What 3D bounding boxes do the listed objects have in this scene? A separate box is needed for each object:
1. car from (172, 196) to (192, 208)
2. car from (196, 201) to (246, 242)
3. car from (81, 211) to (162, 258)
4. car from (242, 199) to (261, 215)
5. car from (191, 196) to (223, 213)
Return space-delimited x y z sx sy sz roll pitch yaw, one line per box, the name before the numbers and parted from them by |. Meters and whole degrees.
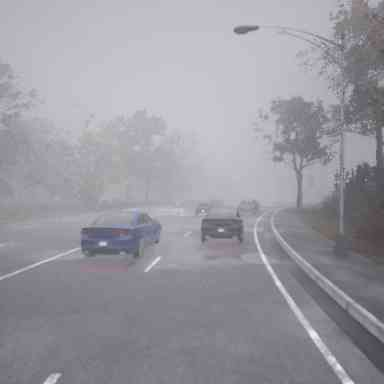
car | -1.053 1.375 45.856 2.128 1.511 4.902 0 0 23
car | 1.580 1.451 16.374 1.882 1.535 5.008 0 0 8
car | -2.467 1.441 12.724 1.882 1.535 5.008 0 0 6
car | 5.919 1.447 34.052 2.128 1.511 4.902 0 0 18
car | 1.683 1.442 32.277 1.837 1.490 4.892 0 0 17
